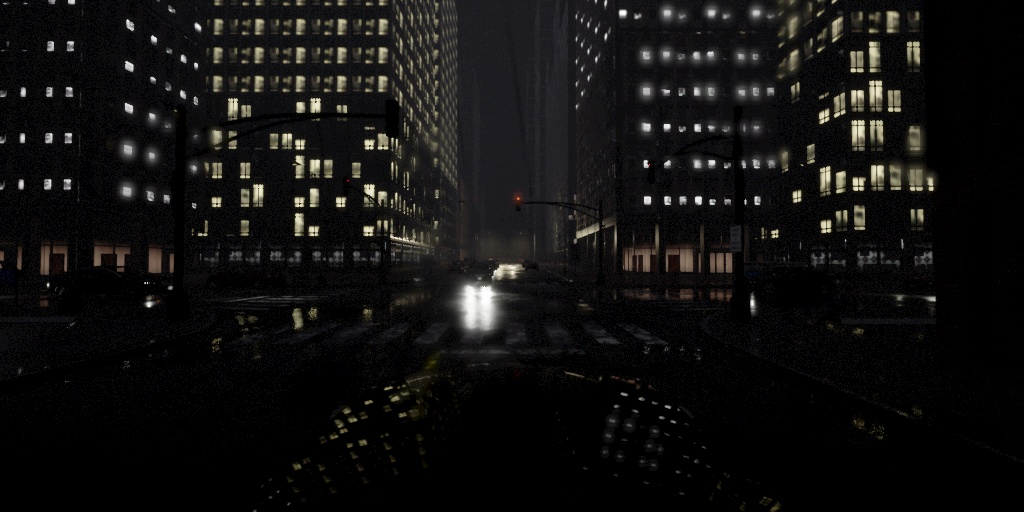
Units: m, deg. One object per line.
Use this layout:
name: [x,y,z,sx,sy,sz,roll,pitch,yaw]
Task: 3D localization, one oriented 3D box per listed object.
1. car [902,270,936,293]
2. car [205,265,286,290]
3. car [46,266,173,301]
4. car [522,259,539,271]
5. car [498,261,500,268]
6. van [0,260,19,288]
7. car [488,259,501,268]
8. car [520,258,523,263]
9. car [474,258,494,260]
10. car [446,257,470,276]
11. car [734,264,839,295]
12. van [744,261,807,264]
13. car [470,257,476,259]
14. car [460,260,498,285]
car: [24.350,1.313,19.529,5.008,1.535,1.882,0,-1,0]
car: [-16.494,1.255,22.196,4.097,1.591,1.967,0,0,0]
car: [-18.089,1.191,16.424,4.902,1.511,2.128,0,-1,0]
car: [2.686,1.350,48.847,1.802,1.307,4.207,0,0,0]
car: [-3.101,1.333,51.566,1.994,1.385,4.181,0,0,0]
van: [-33.440,1.132,22.232,3.998,1.789,1.690,0,0,0]
car: [-3.061,1.321,62.791,2.033,1.411,5.357,0,0,0]
car: [2.686,1.298,60.172,1.751,1.417,4.829,0,0,0]
car: [-3.096,1.290,39.835,1.812,1.442,4.674,0,0,0]
car: [-5.693,1.203,37.634,1.967,1.591,4.097,0,0,0]
car: [14.872,1.321,19.553,4.892,1.490,1.837,0,-1,0]
van: [15.979,1.210,22.125,3.998,1.789,1.690,0,0,0]
car: [-5.694,1.082,48.784,2.192,1.841,5.009,0,0,0]
car: [-2.496,1.251,26.249,2.128,1.511,4.902,0,0,-8]
